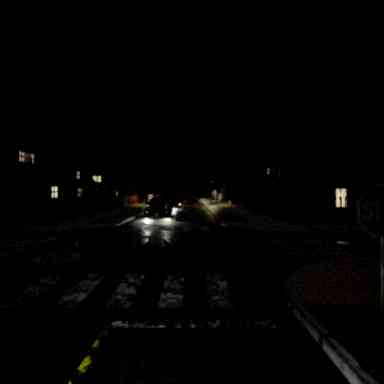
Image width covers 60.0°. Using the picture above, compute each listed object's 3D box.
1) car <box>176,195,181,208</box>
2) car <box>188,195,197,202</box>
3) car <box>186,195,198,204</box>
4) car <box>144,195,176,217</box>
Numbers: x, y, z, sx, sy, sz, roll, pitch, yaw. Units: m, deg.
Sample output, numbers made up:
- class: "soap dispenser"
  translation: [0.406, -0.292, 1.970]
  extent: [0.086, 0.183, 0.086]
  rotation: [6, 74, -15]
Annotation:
- class: "car"
  translation: [-2.811, 1.367, 43.686]
  extent: [1.994, 1.385, 4.181]
  rotation: [0, 0, 0]
- class: "car"
  translation: [0.030, 1.318, 67.636]
  extent: [1.812, 1.442, 4.674]
  rotation: [0, 0, 0]
- class: "car"
  translation: [0.025, 1.264, 57.217]
  extent: [1.882, 1.535, 5.008]
  rotation: [0, 0, 0]
- class: "car"
  translation: [-2.830, 1.202, 28.907]
  extent: [2.097, 1.767, 4.553]
  rotation: [0, 0, 0]
